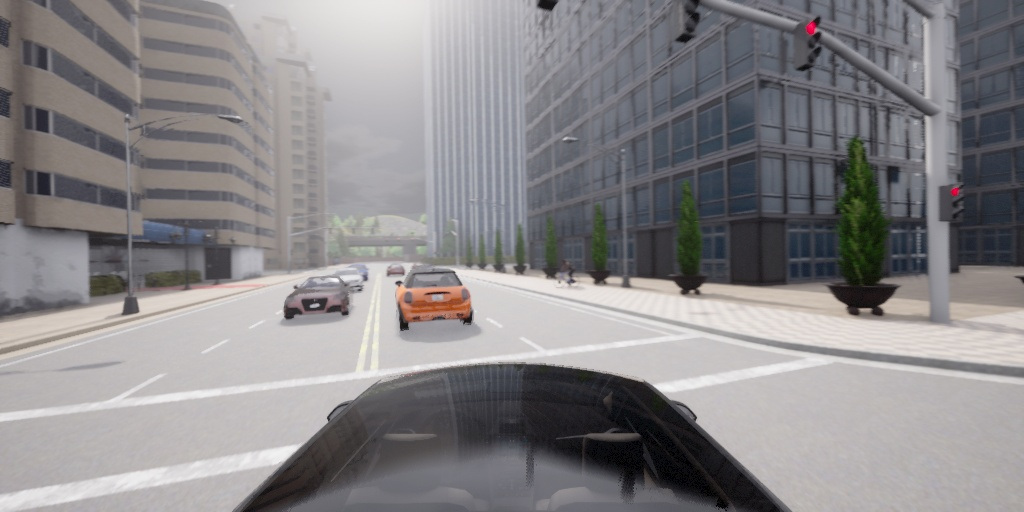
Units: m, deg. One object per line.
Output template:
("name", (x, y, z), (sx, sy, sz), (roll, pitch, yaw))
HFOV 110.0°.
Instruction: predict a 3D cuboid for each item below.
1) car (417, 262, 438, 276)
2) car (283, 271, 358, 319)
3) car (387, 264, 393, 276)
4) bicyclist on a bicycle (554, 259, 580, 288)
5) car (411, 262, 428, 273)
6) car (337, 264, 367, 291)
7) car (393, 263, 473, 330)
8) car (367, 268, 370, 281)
("car", (-10.047, 1.509, 42.419), (1.994, 1.385, 4.181), (-1, 0, -19))
("car", (-7.285, 1.489, 13.882), (1.994, 1.385, 4.181), (-1, 0, -20))
("car", (-13.364, 1.577, 41.314), (1.994, 1.385, 4.181), (-1, 0, -20))
("bicyclist on a bicycle", (3.115, 1.009, 20.326), (1.656, 1.620, 0.582), (-1, 0, -20))
("car", (-13.102, 1.596, 50.683), (1.895, 1.301, 4.718), (-1, 0, -20))
("car", (-10.752, 1.508, 23.458), (1.812, 1.442, 4.674), (-1, 0, -20))
("car", (-2.745, 1.188, 11.976), (2.097, 1.767, 4.553), (-1, 0, -19))
("car", (-14.305, 1.519, 33.253), (1.882, 1.535, 5.008), (-1, 0, -20))
